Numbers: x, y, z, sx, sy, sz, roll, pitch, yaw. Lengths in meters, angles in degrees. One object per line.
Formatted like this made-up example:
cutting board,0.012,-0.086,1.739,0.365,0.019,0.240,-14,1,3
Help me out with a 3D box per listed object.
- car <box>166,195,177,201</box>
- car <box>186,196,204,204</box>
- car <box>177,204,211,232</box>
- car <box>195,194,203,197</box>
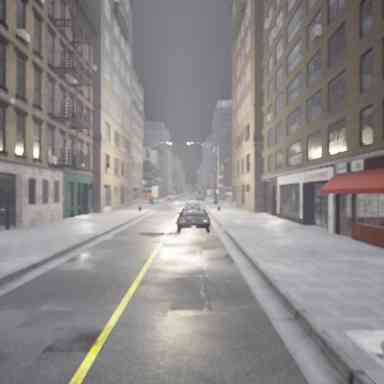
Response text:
car,-5.715,1.594,86.354,1.967,1.590,4.097,0,0,0
car,0.084,1.580,40.328,2.033,1.411,5.357,0,0,0
car,0.091,1.608,20.200,1.895,1.301,4.718,0,0,0
car,2.310,1.720,86.347,1.947,1.339,4.313,0,0,0
